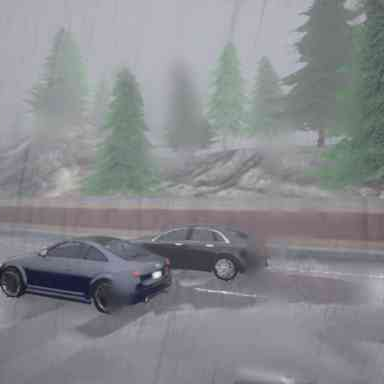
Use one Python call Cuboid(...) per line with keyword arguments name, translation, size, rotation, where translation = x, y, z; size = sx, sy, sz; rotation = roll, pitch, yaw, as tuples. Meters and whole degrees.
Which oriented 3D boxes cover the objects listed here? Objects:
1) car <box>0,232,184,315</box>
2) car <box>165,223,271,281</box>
Cuboid(name="car", translation=(-2.564, 1.751, 7.939), size=(4.181, 1.385, 1.994), rotation=(0, -2, 24))
Cuboid(name="car", translation=(0.004, 1.768, 10.607), size=(4.892, 1.490, 1.837), rotation=(0, -1, 24))
